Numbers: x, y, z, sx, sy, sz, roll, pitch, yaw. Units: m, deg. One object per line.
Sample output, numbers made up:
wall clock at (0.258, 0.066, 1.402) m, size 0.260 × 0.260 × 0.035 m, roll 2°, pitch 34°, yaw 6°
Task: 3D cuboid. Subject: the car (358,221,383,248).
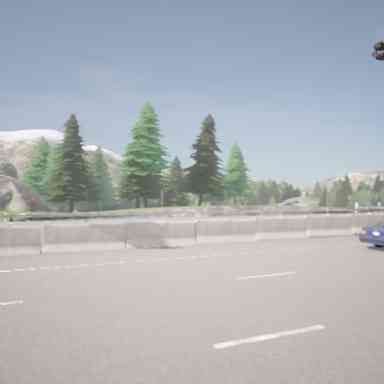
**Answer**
car at (9.835, 1.754, 14.523) m, size 5.357 × 1.411 × 2.033 m, roll 0°, pitch -1°, yaw -22°
